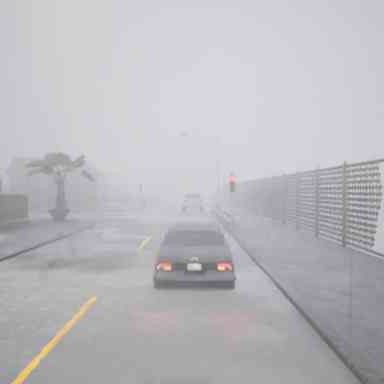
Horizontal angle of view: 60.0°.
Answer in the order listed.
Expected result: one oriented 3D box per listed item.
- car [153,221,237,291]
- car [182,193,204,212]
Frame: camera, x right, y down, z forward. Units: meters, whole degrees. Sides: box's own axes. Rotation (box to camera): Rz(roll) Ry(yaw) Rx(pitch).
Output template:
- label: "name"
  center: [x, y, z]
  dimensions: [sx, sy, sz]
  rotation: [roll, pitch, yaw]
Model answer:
- label: "car"
  center: [0.068, 1.514, 9.059]
  dimensions: [2.033, 1.411, 5.357]
  rotation: [0, 0, 0]
- label: "car"
  center: [0.121, 1.086, 36.976]
  dimensions: [2.150, 2.045, 5.566]
  rotation: [0, 0, 0]
